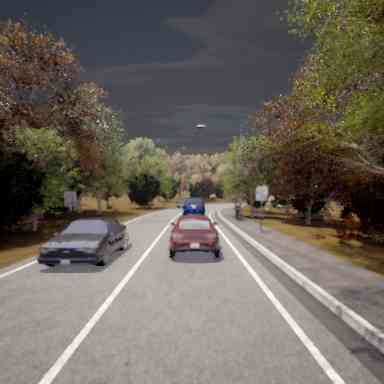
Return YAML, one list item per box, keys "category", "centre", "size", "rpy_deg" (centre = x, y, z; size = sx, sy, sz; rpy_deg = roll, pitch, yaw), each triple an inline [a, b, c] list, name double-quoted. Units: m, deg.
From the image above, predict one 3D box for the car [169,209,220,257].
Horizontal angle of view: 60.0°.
- category: "car"
  centre: [0.086, 1.641, 13.368]
  size: [1.812, 1.442, 4.674]
  rpy_deg: [0, -1, 0]

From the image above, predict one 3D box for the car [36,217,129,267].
- category: "car"
  centre: [-3.601, 1.650, 12.122]
  size: [2.033, 1.411, 5.357]
  rpy_deg: [0, -1, 0]

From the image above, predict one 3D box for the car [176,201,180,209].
- category: "car"
  centre: [-1.276, 1.991, 54.175]
  size: [2.128, 1.511, 4.902]
  rpy_deg: [1, 0, 10]

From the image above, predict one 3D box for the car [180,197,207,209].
- category: "car"
  centre: [0.277, 1.525, 33.703]
  size: [2.150, 2.045, 5.566]
  rpy_deg: [0, 0, 2]
